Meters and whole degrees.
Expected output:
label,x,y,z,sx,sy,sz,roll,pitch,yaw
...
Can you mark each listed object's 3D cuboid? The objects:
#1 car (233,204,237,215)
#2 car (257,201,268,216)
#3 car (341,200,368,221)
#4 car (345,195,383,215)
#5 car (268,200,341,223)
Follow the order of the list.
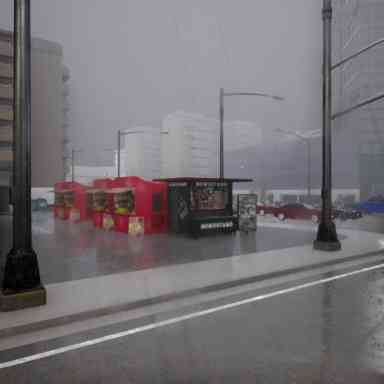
label,x,y,z,sx,sy,sz,roll,pitch,yaw
car,3.506,1.750,34.394,1.812,1.442,4.674,0,-1,-36
car,6.910,1.688,35.657,1.882,1.535,5.008,0,-1,-36
car,12.183,1.671,28.378,1.994,1.385,4.181,0,-1,-35
car,18.315,1.329,32.180,2.150,2.045,5.566,0,-1,-36
car,8.956,1.589,26.835,1.882,1.535,5.008,0,-1,-38
